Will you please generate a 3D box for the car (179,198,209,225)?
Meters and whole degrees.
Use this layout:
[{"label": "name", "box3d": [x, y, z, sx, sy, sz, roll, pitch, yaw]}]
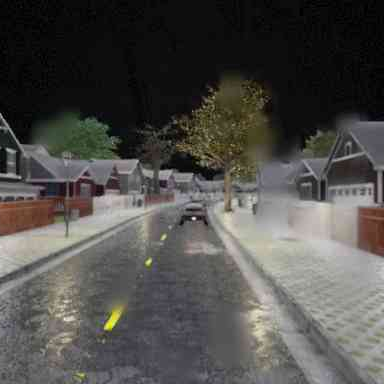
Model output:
[{"label": "car", "box3d": [0.141, 1.437, 23.658, 1.837, 1.490, 4.892, 0, 0, 1]}]
